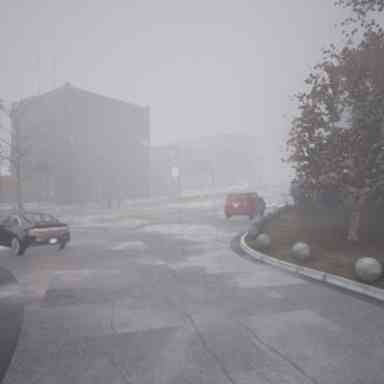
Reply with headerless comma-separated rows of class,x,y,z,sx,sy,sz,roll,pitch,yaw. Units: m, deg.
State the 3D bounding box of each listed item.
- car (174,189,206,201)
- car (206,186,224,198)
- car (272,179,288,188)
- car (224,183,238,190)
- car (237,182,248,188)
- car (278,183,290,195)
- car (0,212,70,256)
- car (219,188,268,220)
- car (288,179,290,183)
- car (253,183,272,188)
car,-0.512,0.399,48.901,1.946,1.575,5.366,0,3,34
car,2.534,0.087,53.498,1.946,1.575,5.366,0,3,33
car,20.943,-1.785,81.386,2.231,1.521,4.892,0,3,33
car,5.573,-0.223,58.102,1.946,1.575,5.366,0,3,33
car,8.762,-0.797,62.930,2.435,2.045,5.566,0,3,33
car,15.369,-0.184,51.742,1.812,1.442,4.674,0,3,34
car,-6.941,1.590,13.714,4.902,1.511,2.128,-1,-1,40
car,4.338,0.998,26.752,2.150,2.045,5.566,0,2,25
car,23.953,-2.345,85.950,2.435,2.045,5.566,0,3,33
car,14.842,-1.135,72.150,2.163,1.488,4.792,0,3,34
